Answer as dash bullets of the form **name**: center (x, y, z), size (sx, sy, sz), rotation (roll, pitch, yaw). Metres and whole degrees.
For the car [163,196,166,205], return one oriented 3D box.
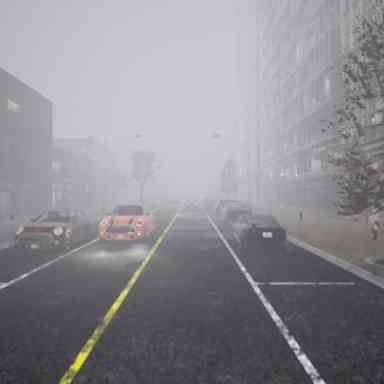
- **car**: center (-5.689, 1.601, 53.527), size (1.802, 1.307, 4.206), rotation (1, 0, 0)

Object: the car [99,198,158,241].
- **car**: center (-3.103, 1.357, 16.625), size (2.097, 1.767, 4.553), rotation (0, 0, 0)

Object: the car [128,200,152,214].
- **car**: center (-5.685, 1.578, 36.595), size (1.947, 1.339, 4.313), rotation (1, 0, 0)

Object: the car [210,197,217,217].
- **car**: center (3.107, 1.363, 31.196), size (2.097, 1.767, 4.553), rotation (0, 0, 0)

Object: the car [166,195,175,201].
- **car**: center (-5.695, 1.588, 87.391), size (2.008, 1.369, 4.403), rotation (1, 0, 0)

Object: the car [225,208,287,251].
- **car**: center (2.699, 1.571, 13.964), size (1.947, 1.339, 4.313), rotation (1, 0, 0)

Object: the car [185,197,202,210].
- **car**: center (0.026, 1.616, 43.882), size (1.895, 1.301, 4.718), rotation (0, 0, 1)

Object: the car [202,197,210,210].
- **car**: center (2.661, 1.580, 42.185), size (1.947, 1.339, 4.313), rotation (1, 0, 0)

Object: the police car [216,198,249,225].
- **police car**: center (3.130, 1.433, 24.334), size (1.930, 1.638, 5.238), rotation (0, 0, 0)

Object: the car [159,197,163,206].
- **car**: center (-5.687, 1.542, 47.713), size (1.752, 1.417, 4.829), rotation (1, 0, 0)

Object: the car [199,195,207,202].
- **car**: center (2.654, 1.560, 81.864), size (1.752, 1.417, 4.829), rotation (1, 0, 0)

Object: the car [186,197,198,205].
- **car**: center (0.016, 1.587, 60.330), size (1.994, 1.385, 4.181), rotation (0, 0, 1)

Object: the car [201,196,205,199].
- **car**: center (2.660, 1.460, 53.473), size (1.967, 1.590, 4.097), rotation (1, 0, 0)

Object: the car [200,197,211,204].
- **car**: center (2.657, 1.592, 64.762), size (1.947, 1.339, 4.313), rotation (1, 0, 0)

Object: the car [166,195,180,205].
- **car**: center (-3.061, 1.586, 58.596), size (1.994, 1.385, 4.181), rotation (0, 0, 0)

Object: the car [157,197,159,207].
- **car**: center (-5.684, 1.454, 42.239), size (1.967, 1.590, 4.097), rotation (1, 0, 0)

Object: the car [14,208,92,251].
- **car**: center (-5.679, 1.445, 14.019), size (1.967, 1.590, 4.097), rotation (1, 0, 0)

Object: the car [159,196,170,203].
- **car**: center (-5.692, 1.594, 70.459), size (1.947, 1.339, 4.313), rotation (1, 0, 0)

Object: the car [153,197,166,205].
- **car**: center (-5.689, 1.567, 59.171), size (1.887, 1.381, 4.507), rotation (1, 0, 0)
